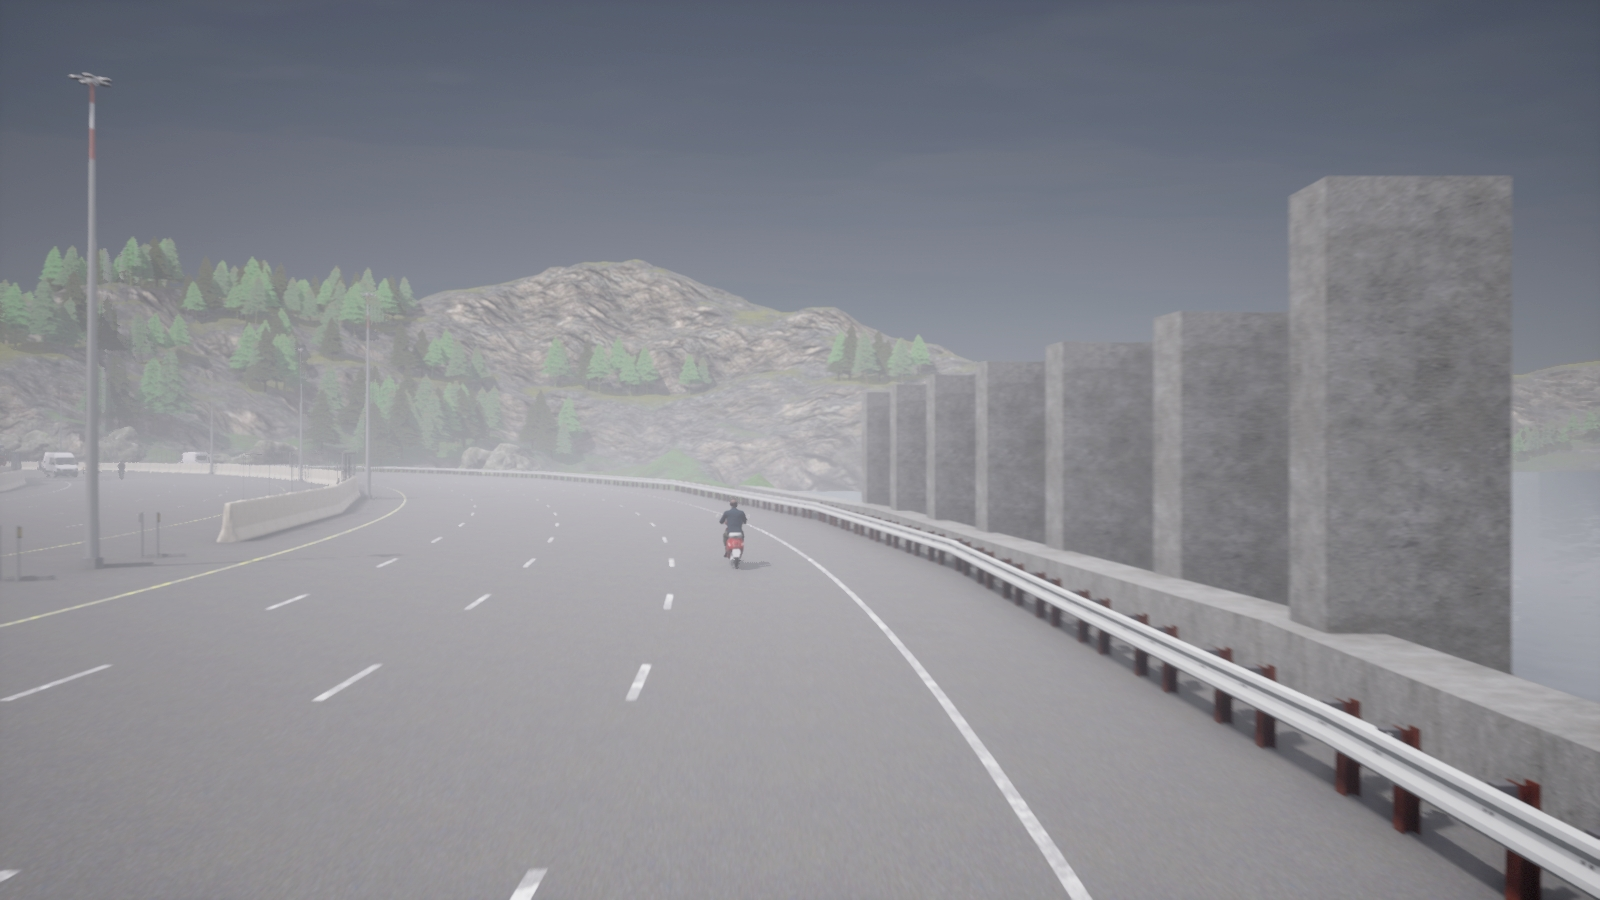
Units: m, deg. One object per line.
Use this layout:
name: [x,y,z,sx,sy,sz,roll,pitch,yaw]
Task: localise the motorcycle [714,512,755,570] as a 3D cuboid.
motorcycle: [-1.586,2.174,27.524,0.856,1.236,1.805,-1,0,-7]
